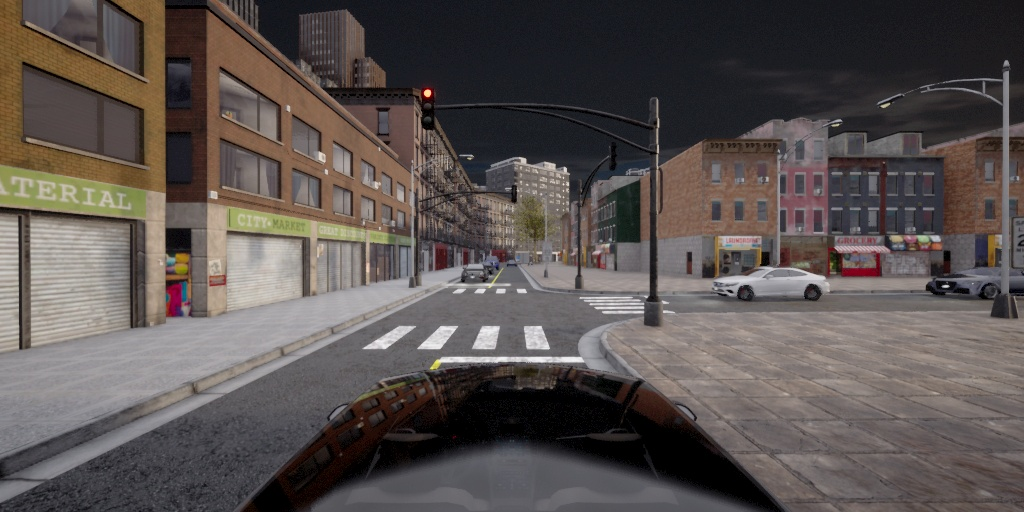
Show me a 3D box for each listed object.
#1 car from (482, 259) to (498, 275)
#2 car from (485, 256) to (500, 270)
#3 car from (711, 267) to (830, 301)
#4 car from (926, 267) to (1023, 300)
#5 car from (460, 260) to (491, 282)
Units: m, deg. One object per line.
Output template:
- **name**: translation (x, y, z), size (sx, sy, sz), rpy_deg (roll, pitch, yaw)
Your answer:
- **car**: translation (-2.934, 1.308, 39.120), size (2.033, 1.411, 5.357), rpy_deg (0, 0, 0)
- **car**: translation (-2.942, 0.994, 51.095), size (2.150, 2.045, 5.566), rpy_deg (0, 0, 0)
- **car**: translation (11.590, 1.200, 16.221), size (4.674, 1.442, 1.812), rpy_deg (0, 0, 1)
- **car**: translation (21.659, 1.186, 16.274), size (4.181, 1.385, 1.994), rpy_deg (0, 0, 0)
- **car**: translation (-2.902, 1.279, 28.688), size (1.812, 1.442, 4.674), rpy_deg (0, 0, 0)
